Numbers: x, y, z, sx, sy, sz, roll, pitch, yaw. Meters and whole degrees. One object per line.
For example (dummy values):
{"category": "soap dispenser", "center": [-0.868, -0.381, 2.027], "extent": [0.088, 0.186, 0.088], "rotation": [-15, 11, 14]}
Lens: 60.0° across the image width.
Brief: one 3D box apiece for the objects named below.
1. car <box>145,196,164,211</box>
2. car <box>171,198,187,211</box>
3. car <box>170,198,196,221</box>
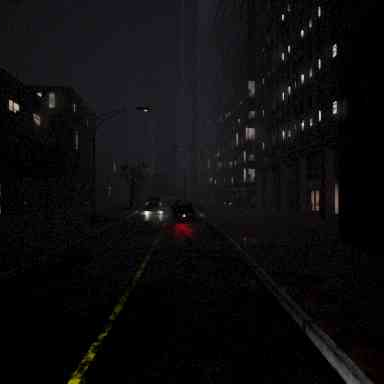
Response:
{"category": "car", "center": [-4.530, 1.334, 40.137], "extent": [2.097, 1.767, 4.553], "rotation": [0, 0, -5]}
{"category": "car", "center": [-1.747, 1.511, 42.074], "extent": [1.812, 1.442, 4.674], "rotation": [0, 0, -5]}
{"category": "car", "center": [-0.715, 1.502, 27.363], "extent": [1.837, 1.490, 4.892], "rotation": [0, 0, -3]}
